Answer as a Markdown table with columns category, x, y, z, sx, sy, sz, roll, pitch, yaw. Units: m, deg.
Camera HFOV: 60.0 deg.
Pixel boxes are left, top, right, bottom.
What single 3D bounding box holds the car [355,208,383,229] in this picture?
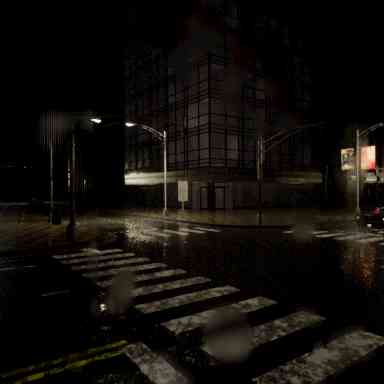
| category | x | y | z | sx | sy | sz | roll | pitch | yaw |
| --- | --- | --- | --- | --- | --- | --- | --- | --- | --- |
| car | 12.073 | 1.605 | 20.303 | 4.718 | 1.301 | 1.895 | 0 | 0 | -32 |

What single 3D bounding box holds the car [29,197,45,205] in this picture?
| category | x | y | z | sx | sy | sz | roll | pitch | yaw |
| --- | --- | --- | --- | --- | --- | --- | --- | --- | --- |
| car | -28.699 | 1.691 | 61.445 | 2.033 | 1.411 | 5.357 | 0 | 0 | -36 |
